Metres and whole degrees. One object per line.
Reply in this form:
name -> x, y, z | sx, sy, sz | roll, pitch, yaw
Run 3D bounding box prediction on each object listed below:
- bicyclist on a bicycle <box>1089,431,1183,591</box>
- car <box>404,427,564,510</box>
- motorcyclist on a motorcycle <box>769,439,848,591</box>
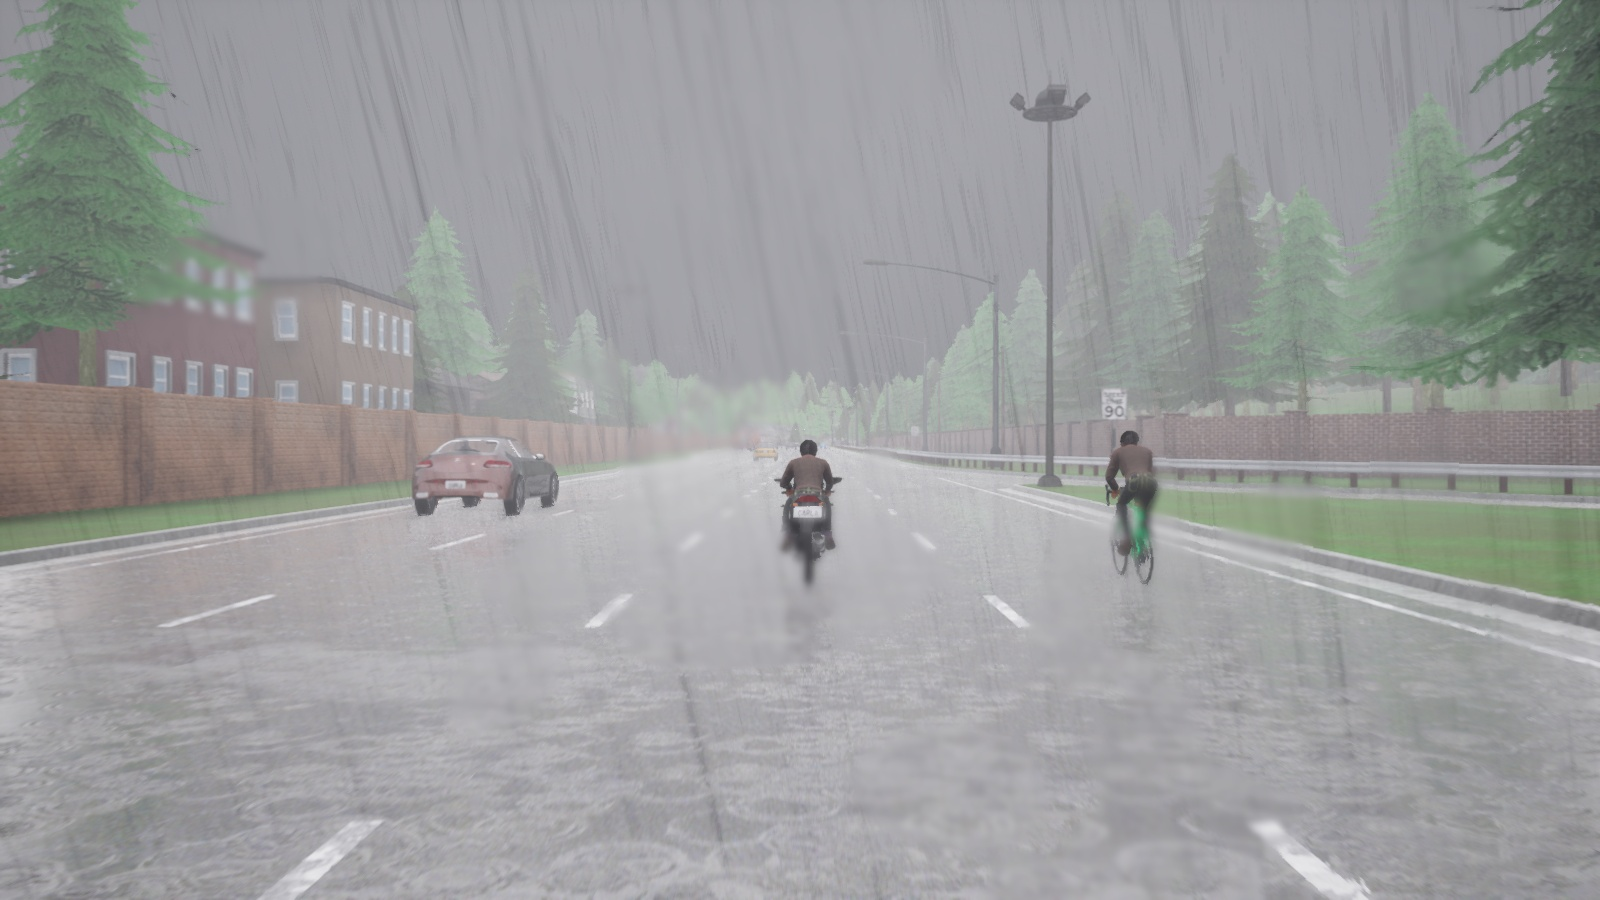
bicyclist on a bicycle -> 3.591, 0.620, 13.533 | 0.582, 1.620, 1.656 | 0, 0, 0
car -> -6.747, 0.353, 27.457 | 2.152, 1.651, 5.027 | 0, 0, 1
motorcyclist on a motorcycle -> 0.092, 0.646, 13.632 | 0.797, 1.523, 2.044 | 0, 0, 0
